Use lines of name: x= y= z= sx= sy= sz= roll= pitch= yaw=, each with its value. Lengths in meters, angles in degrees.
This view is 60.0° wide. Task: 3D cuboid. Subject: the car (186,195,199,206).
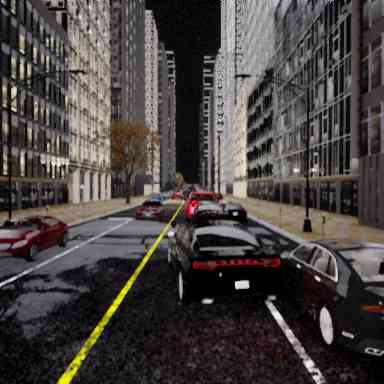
car: x=0.108 y=1.138 z=45.774 sx=1.812 sy=1.442 sz=4.674 roll=0 pitch=0 yaw=1

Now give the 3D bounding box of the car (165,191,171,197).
car: x=-5.577 y=1.010 z=62.922 sx=2.008 sy=1.369 sz=4.403 roll=0 pitch=1 yaw=0

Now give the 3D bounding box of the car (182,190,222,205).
car: x=0.606 y=1.021 z=24.201 sx=2.150 sy=2.045 sz=5.566 roll=0 pitch=0 yaw=-2

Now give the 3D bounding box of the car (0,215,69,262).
car: x=-5.673 y=1.485 z=11.645 sx=1.802 sy=1.307 sz=4.206 roll=0 pitch=0 yaw=0

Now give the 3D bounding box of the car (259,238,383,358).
car: x=2.697 y=1.501 z=5.925 sx=2.008 sy=1.369 sz=4.403 roll=0 pitch=0 yaw=0

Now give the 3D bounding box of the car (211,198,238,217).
car: x=2.740 y=1.306 z=28.716 sx=1.887 sy=1.381 sz=4.507 roll=0 pitch=0 yaw=0

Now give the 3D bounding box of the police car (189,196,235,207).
police car: x=0.934 y=1.274 z=18.322 sx=1.930 sy=1.638 sz=5.238 roll=0 pitch=0 yaw=0

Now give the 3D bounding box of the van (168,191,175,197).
van: x=-5.525 y=0.531 z=91.413 sx=1.690 sy=1.788 sz=3.998 roll=0 pitch=1 yaw=0

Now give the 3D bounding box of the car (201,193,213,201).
car: x=2.803 y=1.004 z=62.904 sx=1.887 sy=1.381 sz=4.507 roll=0 pitch=1 yaw=0

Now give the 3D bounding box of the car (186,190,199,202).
car: x=0.109 y=0.719 z=58.737 sx=2.150 sy=2.045 sz=5.566 roll=0 pitch=1 yaw=0

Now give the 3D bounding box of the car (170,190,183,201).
car: x=-2.896 y=0.649 z=66.546 sx=2.150 sy=2.045 sz=5.566 roll=0 pitch=1 yaw=1

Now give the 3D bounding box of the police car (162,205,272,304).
police car: x=0.472 y=1.357 z=8.223 sx=1.930 sy=1.638 sz=5.238 roll=0 pitch=0 yaw=-9

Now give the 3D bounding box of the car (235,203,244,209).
car: x=2.729 y=1.375 z=23.019 sx=1.947 sy=1.339 sz=4.313 roll=0 pitch=0 yaw=0

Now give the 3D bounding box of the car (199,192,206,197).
car: x=2.857 y=0.756 z=91.396 sx=1.947 sy=1.339 sz=4.313 roll=0 pitch=1 yaw=0

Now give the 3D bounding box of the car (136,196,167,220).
car: x=-3.051 y=1.314 z=25.461 sx=1.812 sy=1.442 sz=4.674 roll=0 pitch=0 yaw=0

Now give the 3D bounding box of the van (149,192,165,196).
van: x=-5.600 y=0.903 z=51.527 sx=1.690 sy=1.788 sz=3.998 roll=0 pitch=1 yaw=0

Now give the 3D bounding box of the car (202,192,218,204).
car: x=2.781 y=0.877 z=51.507 sx=2.192 sy=1.841 sz=5.009 roll=0 pitch=1 yaw=0

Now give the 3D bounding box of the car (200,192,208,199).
car: x=2.836 y=0.824 z=80.169 sx=1.752 sy=1.417 sz=4.829 roll=0 pitch=1 yaw=0

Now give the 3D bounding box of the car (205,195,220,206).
car: x=2.772 y=1.157 z=45.810 sx=1.887 sy=1.381 sz=4.507 roll=0 pitch=1 yaw=0
